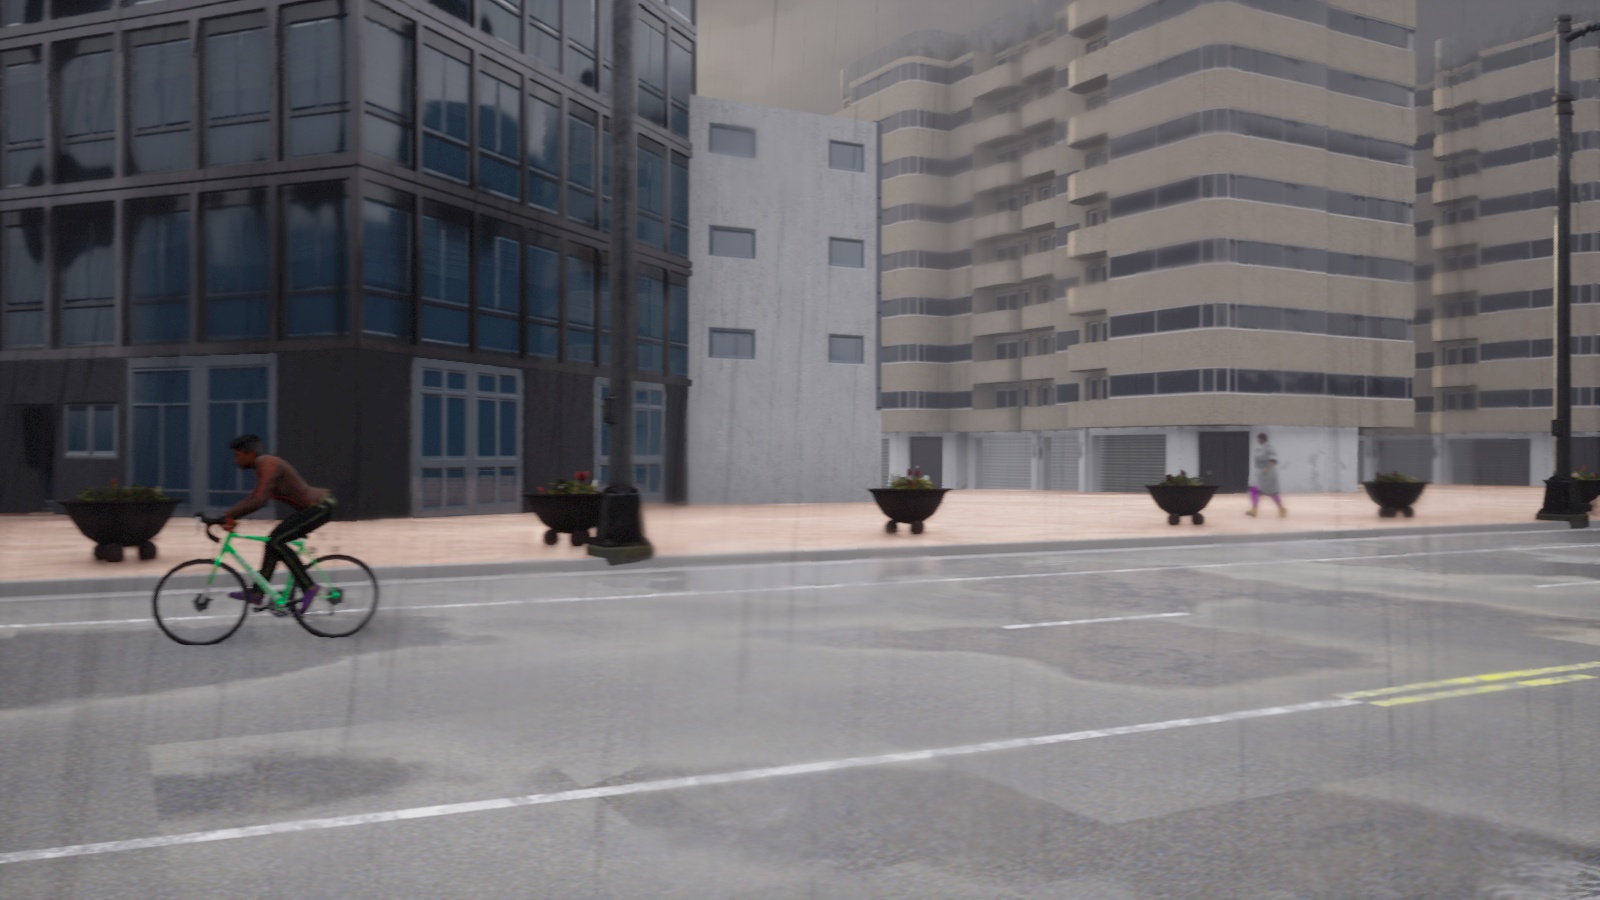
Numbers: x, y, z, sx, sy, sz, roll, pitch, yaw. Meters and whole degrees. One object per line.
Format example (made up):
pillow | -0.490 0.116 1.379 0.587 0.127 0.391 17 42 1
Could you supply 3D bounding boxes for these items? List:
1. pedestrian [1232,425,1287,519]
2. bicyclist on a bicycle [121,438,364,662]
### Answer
pedestrian | 9.734 0.457 26.618 0.873 1.952 0.659 0 0 -26
bicyclist on a bicycle | -4.285 0.723 9.723 1.656 1.620 0.582 0 0 -24
